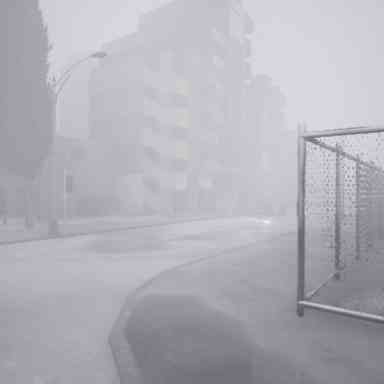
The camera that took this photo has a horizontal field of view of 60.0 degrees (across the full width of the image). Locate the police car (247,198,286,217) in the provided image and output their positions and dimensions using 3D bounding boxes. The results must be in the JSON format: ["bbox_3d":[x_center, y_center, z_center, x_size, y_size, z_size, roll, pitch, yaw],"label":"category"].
[{"bbox_3d":[6.655,1.392,29.816,2.038,1.542,4.974,1,0,35],"label":"police car"}]
